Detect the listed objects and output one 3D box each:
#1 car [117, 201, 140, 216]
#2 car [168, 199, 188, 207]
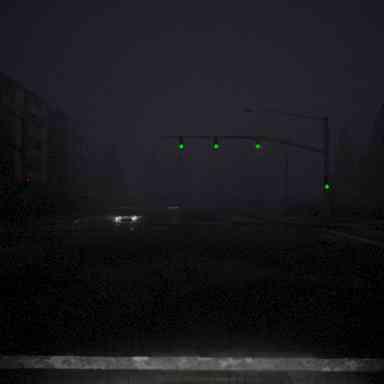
[{"bbox_3d":[-6.940,1.777,36.540,1.882,1.535,5.008,0,0,0],"label":"car"},{"bbox_3d":[-2.477,2.019,60.946,2.033,1.411,5.357,0,-1,24],"label":"car"}]
